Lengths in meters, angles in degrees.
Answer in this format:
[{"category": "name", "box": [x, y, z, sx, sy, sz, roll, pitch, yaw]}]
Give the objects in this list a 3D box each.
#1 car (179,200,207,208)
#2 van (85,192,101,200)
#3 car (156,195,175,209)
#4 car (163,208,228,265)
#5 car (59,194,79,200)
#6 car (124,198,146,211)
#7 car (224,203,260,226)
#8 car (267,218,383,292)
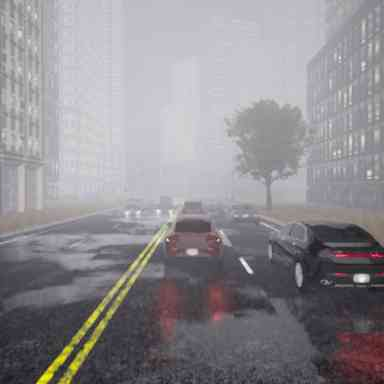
[{"category": "car", "box": [0.075, 1.410, 26.324, 1.837, 1.490, 4.892, 0, 1, 0]}, {"category": "van", "box": [-22.641, 0.868, 75.667, 3.998, 1.788, 1.690, 0, 0, 1]}, {"category": "car", "box": [-3.335, 1.186, 41.826, 2.097, 1.767, 4.553, 0, 0, 0]}, {"category": "car", "box": [0.073, 1.486, 11.478, 1.812, 1.442, 4.674, 0, 0, 1]}, {"category": "car", "box": [-28.180, 1.046, 75.716, 4.507, 1.381, 1.887, 0, 0, 1]}, {"category": "car", "box": [-6.593, 1.395, 39.105, 2.033, 1.411, 5.357, 0, 0, 0]}, {"category": "car", "box": [3.299, 1.467, 22.508, 2.033, 1.411, 5.357, 0, 0, 1]}, {"category": "car", "box": [3.308, 1.470, 8.883, 1.837, 1.490, 4.892, 0, -1, 0]}]
